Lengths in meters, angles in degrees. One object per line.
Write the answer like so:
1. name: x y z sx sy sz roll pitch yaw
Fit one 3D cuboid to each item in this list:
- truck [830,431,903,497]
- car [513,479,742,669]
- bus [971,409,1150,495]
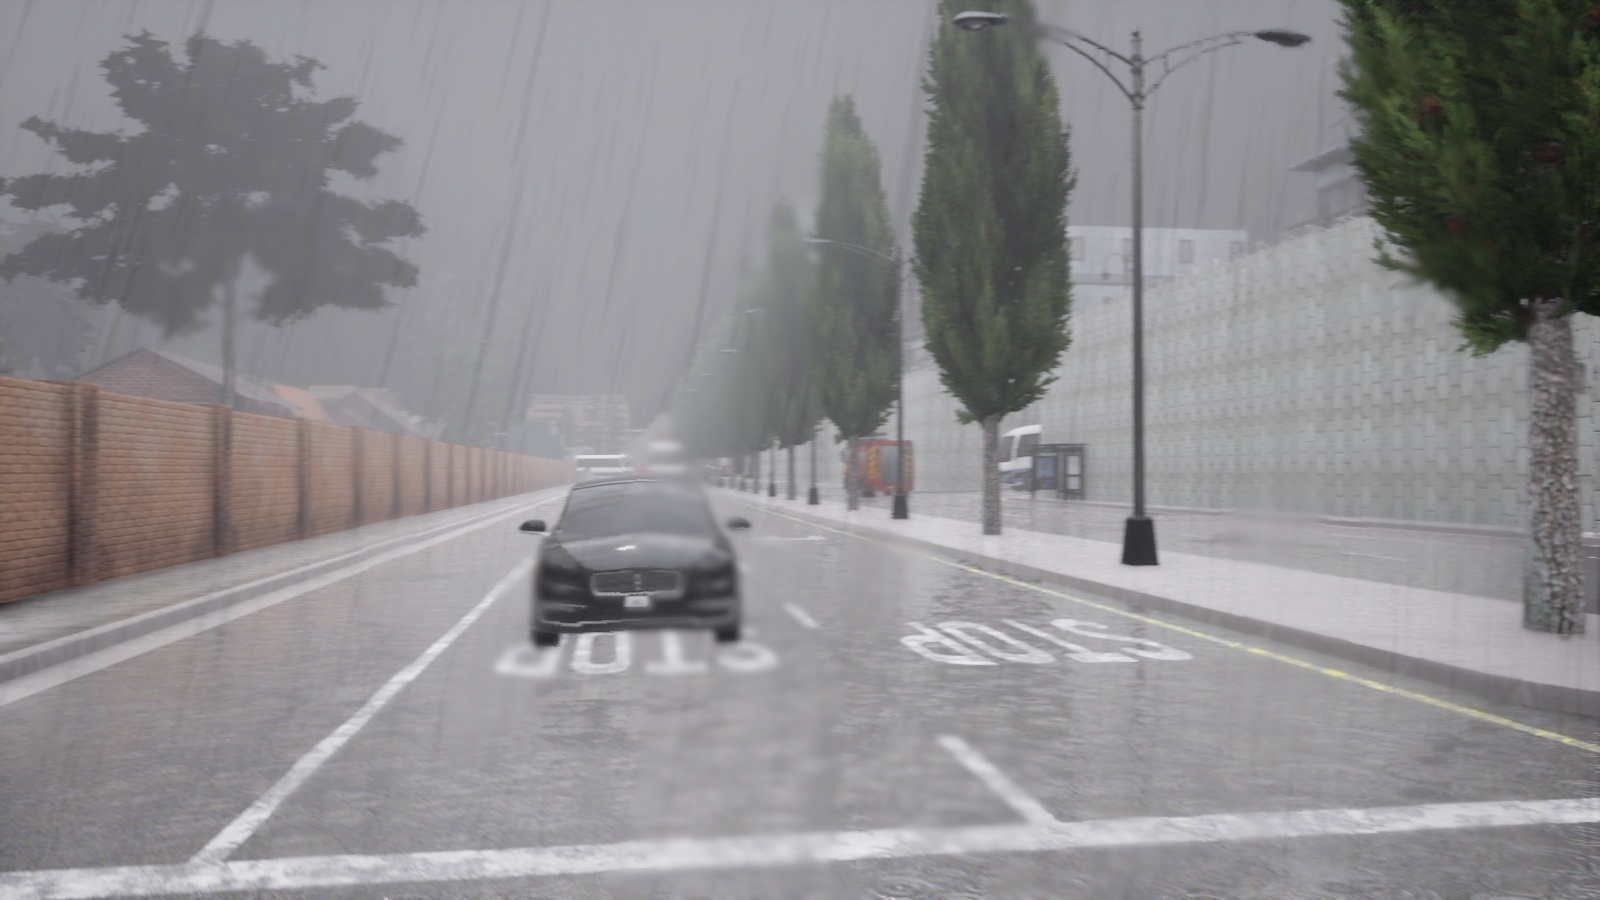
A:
1. truck: 4.001 0.916 77.683 2.891 3.827 8.468 -1 -1 -8
2. car: -1.742 1.053 12.660 1.837 1.490 4.892 0 -1 -8
3. bus: 16.812 0.159 81.489 10.273 4.253 3.944 -7 -2 -8
